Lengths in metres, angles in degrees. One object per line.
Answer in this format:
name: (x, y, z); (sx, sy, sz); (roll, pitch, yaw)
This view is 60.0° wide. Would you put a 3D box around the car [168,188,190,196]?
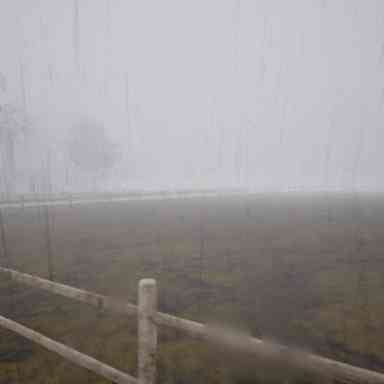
car: (-2.384, -0.065, 61.562); (2.128, 1.511, 4.902); (0, 1, 35)
